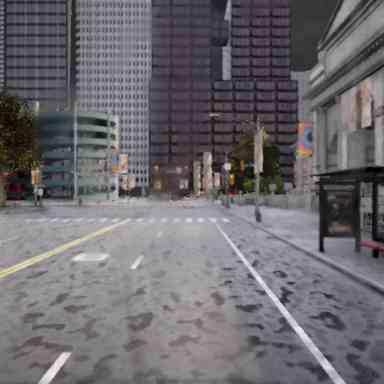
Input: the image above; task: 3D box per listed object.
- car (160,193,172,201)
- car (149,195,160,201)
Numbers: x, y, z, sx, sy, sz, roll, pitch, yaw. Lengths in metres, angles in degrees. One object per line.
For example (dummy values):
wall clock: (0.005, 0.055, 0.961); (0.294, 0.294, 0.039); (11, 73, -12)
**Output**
car: (-7.465, 1.439, 93.273); (2.150, 2.045, 5.566); (0, 0, -7)
car: (-10.780, 1.565, 91.589); (2.097, 1.767, 4.553); (0, 0, -3)
